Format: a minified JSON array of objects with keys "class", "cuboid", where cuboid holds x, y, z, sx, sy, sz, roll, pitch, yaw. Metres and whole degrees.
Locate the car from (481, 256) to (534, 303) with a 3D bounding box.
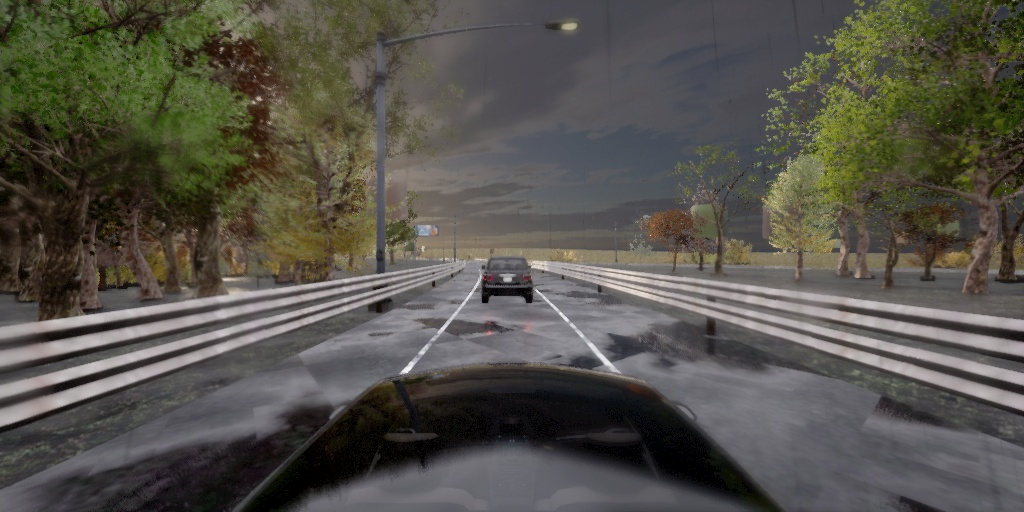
[{"class":"car","cuboid":[-0.255,1.002,16.612,2.150,2.045,5.566,0,0,-2]}]
